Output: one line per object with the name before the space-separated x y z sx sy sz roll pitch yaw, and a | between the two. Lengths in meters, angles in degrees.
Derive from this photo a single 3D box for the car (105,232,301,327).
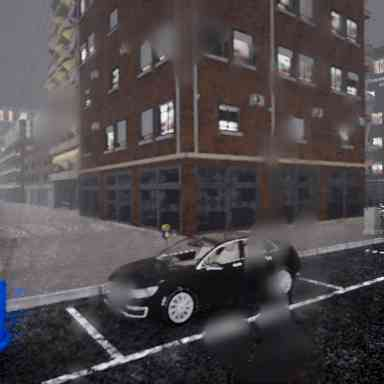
car | 0.435 1.547 6.884 4.403 1.369 2.008 0 -1 -35

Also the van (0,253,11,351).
van | -4.177 1.342 3.597 3.998 1.788 1.690 0 -1 -35

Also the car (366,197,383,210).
car | 18.573 1.350 35.302 2.097 1.767 4.553 -1 0 -36
